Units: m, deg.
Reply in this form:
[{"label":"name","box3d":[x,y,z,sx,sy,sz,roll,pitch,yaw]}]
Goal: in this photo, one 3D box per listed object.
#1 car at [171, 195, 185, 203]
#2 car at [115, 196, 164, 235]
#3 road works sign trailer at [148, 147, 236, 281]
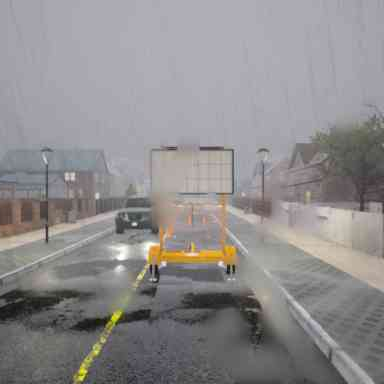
[{"label":"car","box3d":[-2.789,1.726,62.358,1.994,1.385,4.181,0,0,0]},{"label":"car","box3d":[-2.843,1.241,19.214,2.150,2.045,5.566,0,0,0]},{"label":"road works sign trailer","box3d":[0.016,0.471,9.851,2.380,3.560,2.880,0,0,0]}]
